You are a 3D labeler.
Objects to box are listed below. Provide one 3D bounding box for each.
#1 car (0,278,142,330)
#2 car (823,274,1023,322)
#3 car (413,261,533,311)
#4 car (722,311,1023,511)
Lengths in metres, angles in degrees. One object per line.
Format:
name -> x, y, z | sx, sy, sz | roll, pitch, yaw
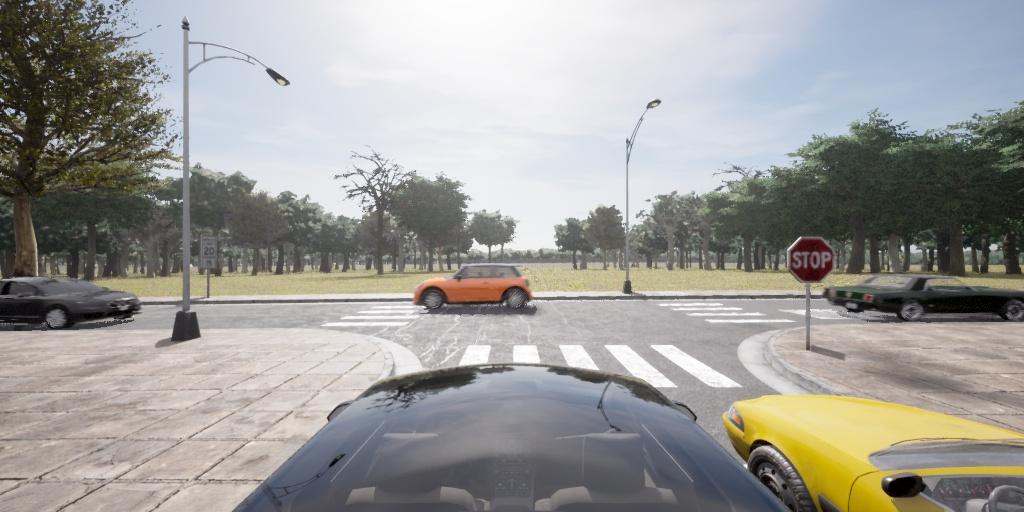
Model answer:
car -> -14.570, 1.427, 11.228 | 4.892, 1.490, 1.837 | -1, 0, 1
car -> 12.630, 1.223, 10.967 | 4.718, 1.301, 1.895 | 0, 0, 1
car -> -1.473, 1.091, 14.055 | 4.553, 1.767, 2.097 | -1, 0, 1
car -> 2.634, 1.275, 1.099 | 1.751, 1.417, 4.829 | 0, 0, 0
